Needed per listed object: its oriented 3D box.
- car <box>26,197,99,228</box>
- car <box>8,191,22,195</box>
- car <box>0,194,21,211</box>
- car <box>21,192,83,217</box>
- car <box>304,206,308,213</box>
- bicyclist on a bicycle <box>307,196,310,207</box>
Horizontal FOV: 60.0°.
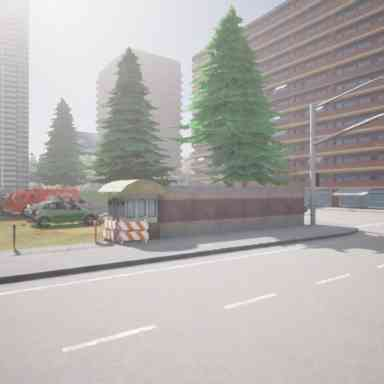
[{"bbox_3d":[-8.010,1.340,21.077,3.988,1.617,1.851,0,0,-35],"label":"car"},{"bbox_3d":[-26.315,1.204,46.260,3.866,1.878,1.905,0,0,-35],"label":"car"},{"bbox_3d":[-25.042,1.393,43.736,4.193,1.474,1.816,0,0,-35],"label":"car"},{"bbox_3d":[-10.025,1.172,25.132,4.605,1.855,1.932,0,0,-35],"label":"car"},{"bbox_3d":[9.873,1.654,35.266,1.895,1.301,4.718,0,0,-35],"label":"car"},{"bbox_3d":[16.651,1.352,46.504,1.656,1.620,0.582,0,0,-35],"label":"bicyclist on a bicycle"}]
